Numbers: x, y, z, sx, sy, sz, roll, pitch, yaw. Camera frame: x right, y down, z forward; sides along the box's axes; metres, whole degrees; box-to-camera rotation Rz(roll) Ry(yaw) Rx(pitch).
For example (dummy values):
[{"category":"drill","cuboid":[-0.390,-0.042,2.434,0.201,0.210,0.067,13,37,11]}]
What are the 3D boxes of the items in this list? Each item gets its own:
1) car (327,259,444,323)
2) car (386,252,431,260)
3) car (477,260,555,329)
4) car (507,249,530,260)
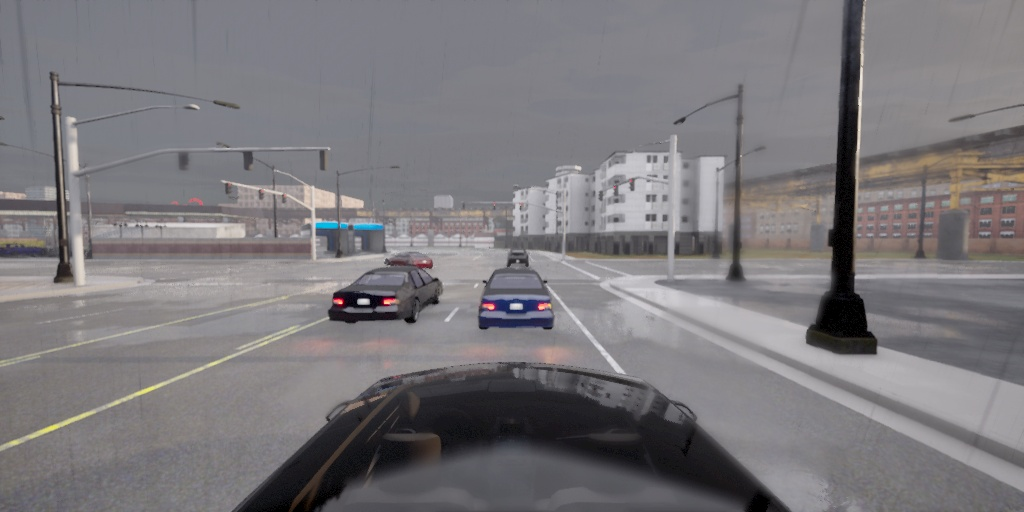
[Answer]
[{"category":"car","cuboid":[-3.405,1.012,10.729,2.033,1.411,5.357,0,2,0]},{"category":"car","cuboid":[-8.091,0.342,27.969,4.181,1.385,1.994,2,3,39]},{"category":"car","cuboid":[0.091,1.035,10.126,2.033,1.411,5.357,0,2,0]},{"category":"car","cuboid":[0.577,0.080,32.710,1.837,1.490,4.892,1,2,2]}]
